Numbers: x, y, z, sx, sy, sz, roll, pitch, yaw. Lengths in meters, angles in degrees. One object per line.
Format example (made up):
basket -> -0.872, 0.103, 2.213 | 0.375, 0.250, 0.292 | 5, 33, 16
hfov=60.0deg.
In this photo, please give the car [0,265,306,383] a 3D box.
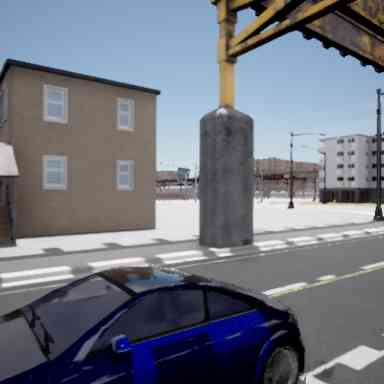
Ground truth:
car -> -0.724, 1.572, 3.485 | 4.181, 1.385, 1.994 | 0, 0, -36
